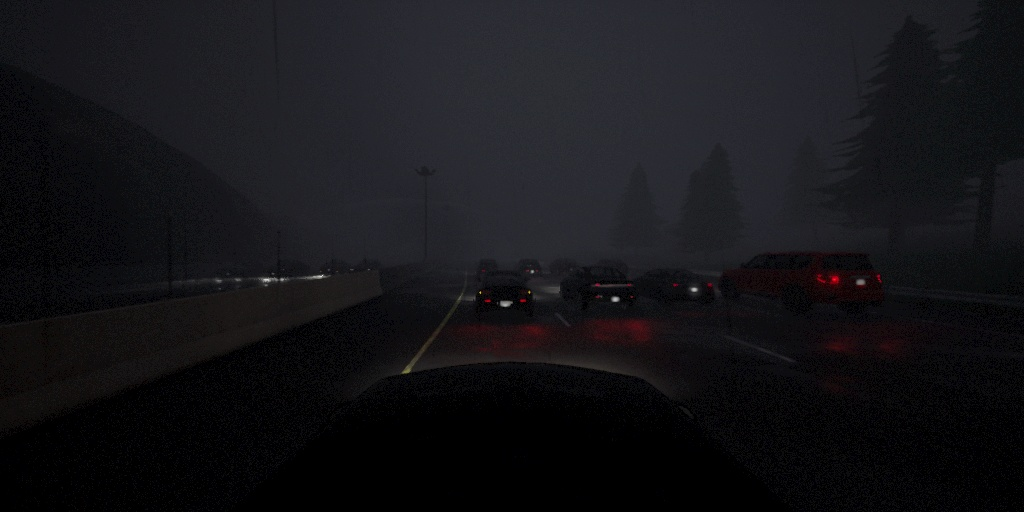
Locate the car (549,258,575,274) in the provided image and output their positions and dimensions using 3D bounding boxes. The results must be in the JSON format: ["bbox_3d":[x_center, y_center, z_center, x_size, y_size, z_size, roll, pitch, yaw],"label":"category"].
[{"bbox_3d":[4.733,0.941,32.785,1.882,1.535,5.008,0,1,-7],"label":"car"}]

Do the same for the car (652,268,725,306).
[{"bbox_3d":[6.525,1.182,15.084,1.994,1.385,4.181,0,1,-4],"label":"car"}]

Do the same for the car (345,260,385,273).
[{"bbox_3d":[-13.093,1.046,32.887,2.033,1.411,5.357,0,1,-7],"label":"car"}]

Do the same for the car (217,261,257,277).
[{"bbox_3d":[-23.506,1.132,31.563,1.895,1.301,4.718,0,1,-7],"label":"car"}]

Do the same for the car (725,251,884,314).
[{"bbox_3d":[10.172,0.847,13.289,2.150,2.045,5.566,0,0,-3],"label":"car"}]

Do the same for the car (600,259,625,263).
[{"bbox_3d":[8.447,0.975,31.183,1.837,1.490,4.892,0,1,-7],"label":"car"}]

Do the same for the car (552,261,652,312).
[{"bbox_3d":[3.113,1.129,13.696,2.128,1.511,4.902,0,1,-3],"label":"car"}]

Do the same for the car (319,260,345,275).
[{"bbox_3d":[-16.800,1.057,34.393,1.994,1.385,4.181,0,1,-7],"label":"car"}]

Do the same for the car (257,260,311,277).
[{"bbox_3d":[-20.071,1.065,32.294,2.033,1.411,5.357,0,1,-7],"label":"car"}]

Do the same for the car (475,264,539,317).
[{"bbox_3d":[-0.320,1.179,12.598,1.812,1.442,4.674,0,1,-3],"label":"car"}]

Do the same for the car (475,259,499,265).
[{"bbox_3d":[-2.157,0.994,31.456,1.837,1.490,4.892,0,1,-7],"label":"car"}]

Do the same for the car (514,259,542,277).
[{"bbox_3d":[1.376,0.988,31.395,1.837,1.490,4.892,0,1,-7],"label":"car"}]
